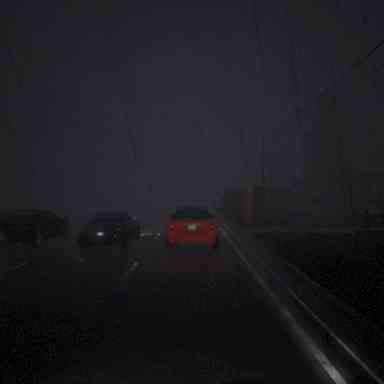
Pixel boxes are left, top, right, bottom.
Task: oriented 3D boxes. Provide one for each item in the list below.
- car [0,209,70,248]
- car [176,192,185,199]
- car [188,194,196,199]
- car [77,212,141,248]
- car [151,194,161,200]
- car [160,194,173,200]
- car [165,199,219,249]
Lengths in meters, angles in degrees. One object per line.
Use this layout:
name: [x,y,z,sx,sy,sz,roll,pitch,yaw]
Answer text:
car: [-7.000,1.482,14.671,1.882,1.535,5.008,0,0,0]
car: [-3.500,1.237,93.348,2.097,1.767,4.553,0,0,0]
car: [0.000,1.447,93.655,1.994,1.385,4.181,0,0,0]
car: [-3.500,1.569,14.671,1.994,1.385,4.181,0,0,0]
car: [-10.500,1.447,93.677,1.994,1.385,4.181,0,0,0]
car: [-7.000,1.476,93.383,1.895,1.301,4.718,0,0,0]
car: [0.000,1.363,14.640,2.097,1.767,4.553,0,0,0]
